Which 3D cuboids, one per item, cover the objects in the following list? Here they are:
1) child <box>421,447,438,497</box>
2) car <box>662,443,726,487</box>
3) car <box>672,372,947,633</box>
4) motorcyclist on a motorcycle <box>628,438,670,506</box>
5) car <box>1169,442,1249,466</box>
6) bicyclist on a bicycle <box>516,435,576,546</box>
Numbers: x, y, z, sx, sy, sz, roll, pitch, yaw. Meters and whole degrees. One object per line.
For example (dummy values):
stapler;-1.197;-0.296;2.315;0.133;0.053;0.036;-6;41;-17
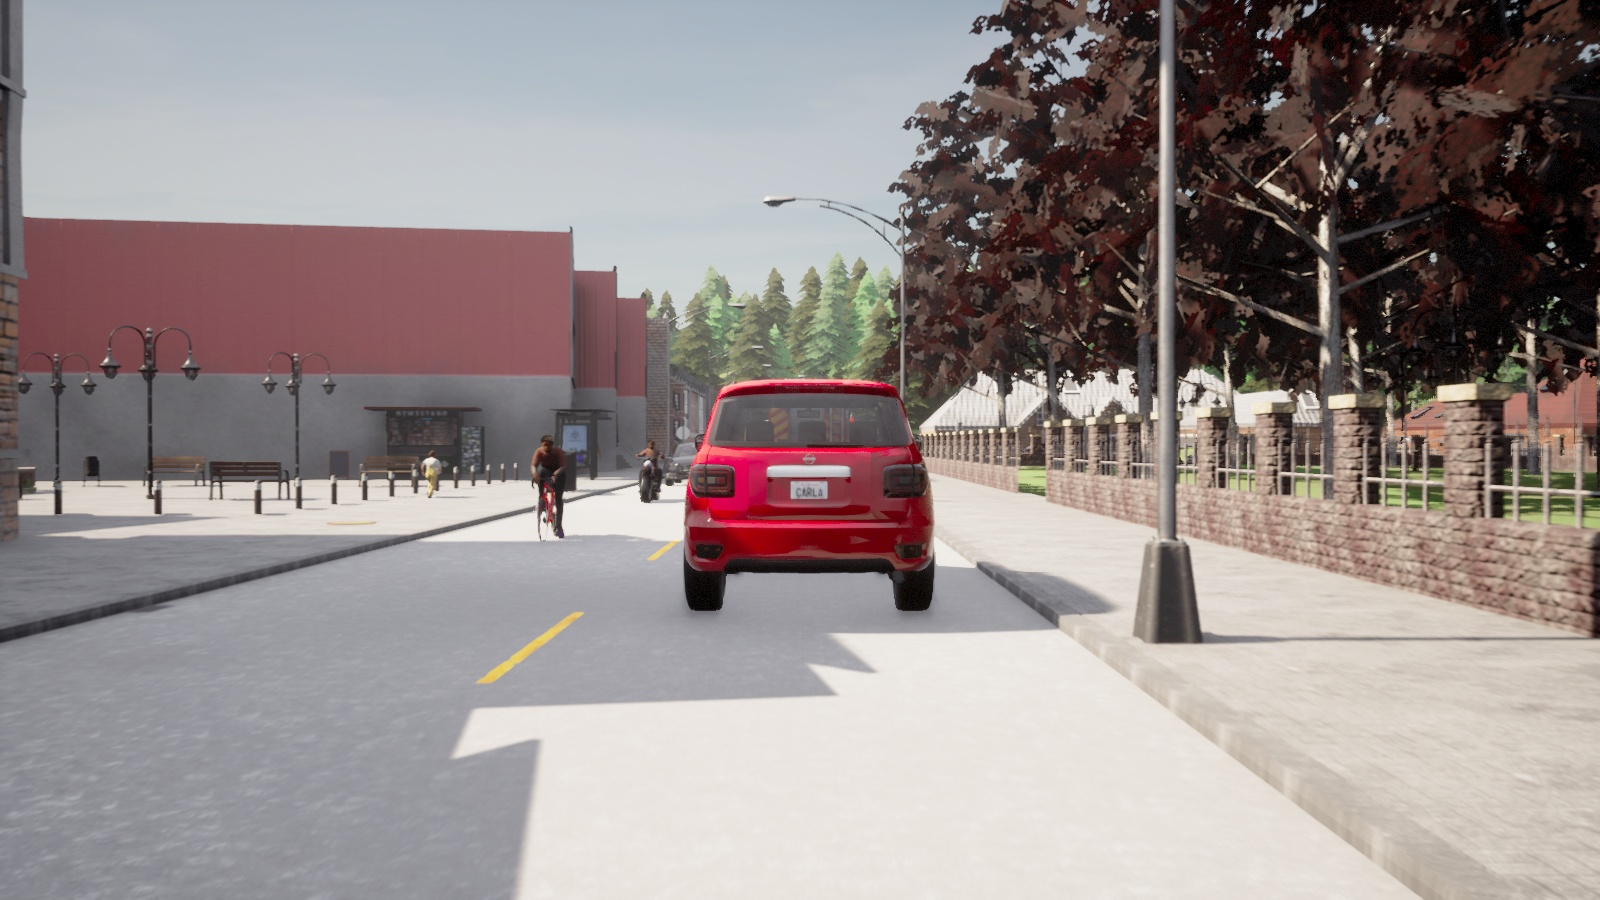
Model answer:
child;-9.362;0.550;31.757;0.270;1.263;0.437;0;0;4
car;-3.701;0.497;44.660;1.837;1.490;4.892;0;0;0
car;0.087;0.394;12.615;2.150;2.045;5.566;0;0;0
motorcyclist on a motorcycle;-3.792;0.515;31.687;0.766;1.649;2.350;0;0;0
car;26.391;0.257;81.136;4.514;1.525;2.007;0;0;-1
bicyclist on a bicycle;-3.875;0.588;19.265;0.582;1.620;1.656;0;1;0
